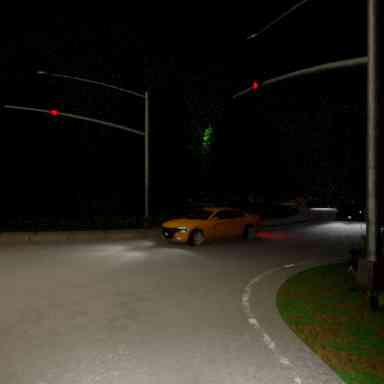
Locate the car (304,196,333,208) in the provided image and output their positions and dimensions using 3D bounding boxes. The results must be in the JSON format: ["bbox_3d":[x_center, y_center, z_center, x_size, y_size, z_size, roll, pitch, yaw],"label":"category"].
[{"bbox_3d":[17.331,1.538,45.917,1.994,1.385,4.181,0,0,4],"label":"car"}]

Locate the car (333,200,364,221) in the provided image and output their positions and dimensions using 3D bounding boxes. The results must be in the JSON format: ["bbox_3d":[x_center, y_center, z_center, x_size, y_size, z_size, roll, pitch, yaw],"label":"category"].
[{"bbox_3d":[12.759,1.574,26.747,1.895,1.301,4.718,0,0,27],"label":"car"}]

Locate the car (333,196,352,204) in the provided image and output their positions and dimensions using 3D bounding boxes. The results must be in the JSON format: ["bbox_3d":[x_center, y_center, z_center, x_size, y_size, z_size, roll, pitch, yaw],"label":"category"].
[{"bbox_3d":[20.758,1.325,46.367,2.097,1.767,4.553,0,0,3],"label":"car"}]

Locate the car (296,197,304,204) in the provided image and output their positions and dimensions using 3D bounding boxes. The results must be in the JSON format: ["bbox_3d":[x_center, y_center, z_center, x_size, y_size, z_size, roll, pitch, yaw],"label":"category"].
[{"bbox_3d":[19.596,1.451,56.078,1.882,1.535,5.008,0,0,-16],"label":"car"}]

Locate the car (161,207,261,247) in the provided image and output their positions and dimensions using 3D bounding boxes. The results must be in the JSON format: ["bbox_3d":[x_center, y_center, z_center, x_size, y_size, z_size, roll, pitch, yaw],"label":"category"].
[{"bbox_3d":[0.970,1.451,15.118,5.008,1.535,1.882,0,0,-36],"label":"car"}]
